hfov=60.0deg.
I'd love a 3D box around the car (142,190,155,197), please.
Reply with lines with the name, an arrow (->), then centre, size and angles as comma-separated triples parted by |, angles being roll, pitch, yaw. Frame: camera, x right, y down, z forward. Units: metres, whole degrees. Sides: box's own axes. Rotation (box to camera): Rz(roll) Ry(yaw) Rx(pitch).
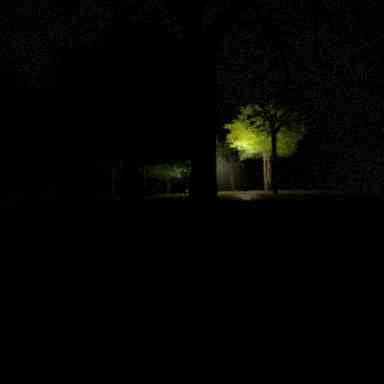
car -> -9.677, 0.299, 68.489 | 1.837, 1.490, 4.892 | -2, 1, 38
